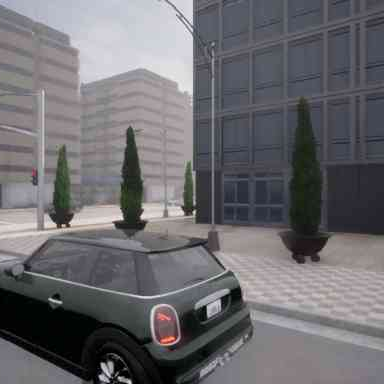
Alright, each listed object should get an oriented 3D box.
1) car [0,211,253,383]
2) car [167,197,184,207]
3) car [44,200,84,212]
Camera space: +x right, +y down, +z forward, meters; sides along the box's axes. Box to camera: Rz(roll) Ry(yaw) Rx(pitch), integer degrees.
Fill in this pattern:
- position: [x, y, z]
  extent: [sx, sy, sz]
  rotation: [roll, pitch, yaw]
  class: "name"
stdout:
- position: [-1.477, 1.352, 5.047]
  extent: [4.553, 1.767, 2.097]
  rotation: [0, 0, 35]
  class: "car"
- position: [-2.235, 1.581, 52.759]
  extent: [1.812, 1.442, 4.674]
  rotation: [0, 0, 35]
  class: "car"
- position: [-14.100, 1.555, 35.979]
  extent: [1.837, 1.490, 4.892]
  rotation: [0, 1, 35]
  class: "car"
